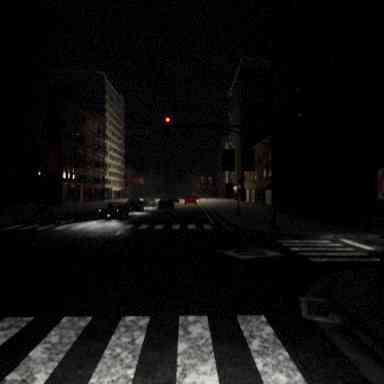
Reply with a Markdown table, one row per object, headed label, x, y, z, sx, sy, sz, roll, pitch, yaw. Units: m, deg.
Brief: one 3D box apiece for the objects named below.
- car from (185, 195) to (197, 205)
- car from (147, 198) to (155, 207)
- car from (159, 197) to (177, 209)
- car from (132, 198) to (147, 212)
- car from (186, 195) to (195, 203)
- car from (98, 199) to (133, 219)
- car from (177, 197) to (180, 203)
| label | x | y | z | sx | sy | sz | roll | pitch | yaw |
| --- | --- | --- | --- | --- | --- | --- | --- | --- | --- |
| car | -0.233 | 1.306 | 58.300 | 2.097 | 1.767 | 4.553 | 0 | 0 | 0 |
| car | -6.793 | 1.561 | 51.225 | 1.895 | 1.301 | 4.718 | 0 | 0 | 0 |
| car | -3.326 | 1.445 | 44.120 | 1.882 | 1.535 | 5.008 | 0 | 0 | 0 |
| car | -6.751 | 1.498 | 38.740 | 1.812 | 1.442 | 4.674 | 0 | 0 | 0 |
| car | -0.273 | 1.423 | 68.332 | 1.882 | 1.535 | 5.008 | 0 | 0 | 0 |
| car | -6.715 | 1.582 | 28.951 | 1.895 | 1.301 | 4.718 | 0 | 0 | 0 |
| car | -3.447 | 1.548 | 65.706 | 1.895 | 1.301 | 4.718 | 0 | 0 | 0 |
